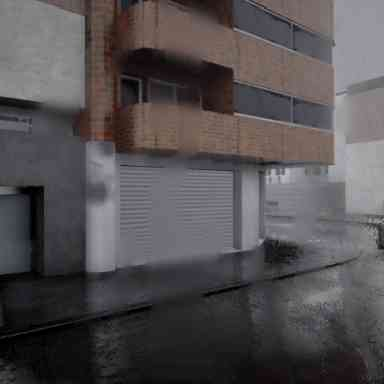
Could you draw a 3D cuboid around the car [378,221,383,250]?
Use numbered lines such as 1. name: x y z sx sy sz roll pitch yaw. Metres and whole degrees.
1. car: 7.644 1.505 11.281 1.837 1.490 4.892 3 1 21
